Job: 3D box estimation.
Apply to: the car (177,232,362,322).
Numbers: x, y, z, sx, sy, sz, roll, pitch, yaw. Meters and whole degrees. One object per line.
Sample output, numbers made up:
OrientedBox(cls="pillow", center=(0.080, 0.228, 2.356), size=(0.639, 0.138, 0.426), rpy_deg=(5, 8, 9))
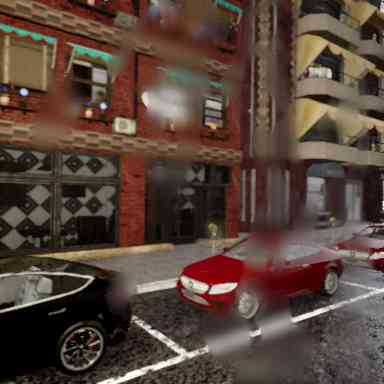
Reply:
OrientedBox(cls="car", center=(1.665, 1.631, 7.283), size=(4.206, 1.307, 1.802), rpy_deg=(1, 0, -36))

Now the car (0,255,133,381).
OrientedBox(cls="car", center=(-2.848, 1.566, 4.056), size=(4.313, 1.339, 1.947), rpy_deg=(1, 0, -36))

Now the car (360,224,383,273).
OrientedBox(cls="car", center=(6.179, 1.681, 10.511), size=(4.206, 1.307, 1.802), rpy_deg=(1, 0, -36))
